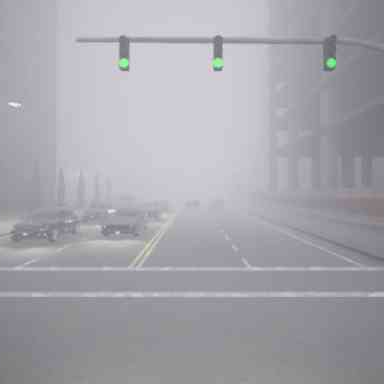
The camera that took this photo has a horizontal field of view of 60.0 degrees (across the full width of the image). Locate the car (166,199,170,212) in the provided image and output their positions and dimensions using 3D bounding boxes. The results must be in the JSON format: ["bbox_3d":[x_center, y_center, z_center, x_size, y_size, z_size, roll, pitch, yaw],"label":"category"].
[{"bbox_3d":[-3.584,1.543,38.761,2.128,1.511,4.902,0,0,0],"label":"car"}]

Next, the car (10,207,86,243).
[{"bbox_3d":[-7.101,1.544,16.582,1.837,1.490,4.892,0,0,0],"label":"car"}]

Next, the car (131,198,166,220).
[{"bbox_3d":[-3.600,1.524,28.398,1.882,1.535,5.008,0,0,0],"label":"car"}]

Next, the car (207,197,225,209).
[{"bbox_3d":[3.499,1.548,46.291,2.128,1.511,4.902,0,0,0],"label":"car"}]

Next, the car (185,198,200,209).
[{"bbox_3d":[0.099,1.534,46.969,1.882,1.535,5.008,0,0,0],"label":"car"}]

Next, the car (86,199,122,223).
[{"bbox_3d":[-7.099,1.549,25.986,1.837,1.490,4.892,0,0,0],"label":"car"}]

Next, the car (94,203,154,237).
[{"bbox_3d":[-3.601,1.588,18.751,2.033,1.411,5.357,0,0,0],"label":"car"}]

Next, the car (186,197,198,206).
[{"bbox_3d":[0.002,1.626,55.953,1.994,1.385,4.181,0,0,0],"label":"car"}]

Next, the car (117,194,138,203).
[{"bbox_3d":[-7.089,1.271,36.351,2.150,2.045,5.566,0,0,0],"label":"car"}]

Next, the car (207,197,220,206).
[{"bbox_3d":[3.498,1.587,55.366,1.812,1.442,4.674,0,0,0],"label":"car"}]
